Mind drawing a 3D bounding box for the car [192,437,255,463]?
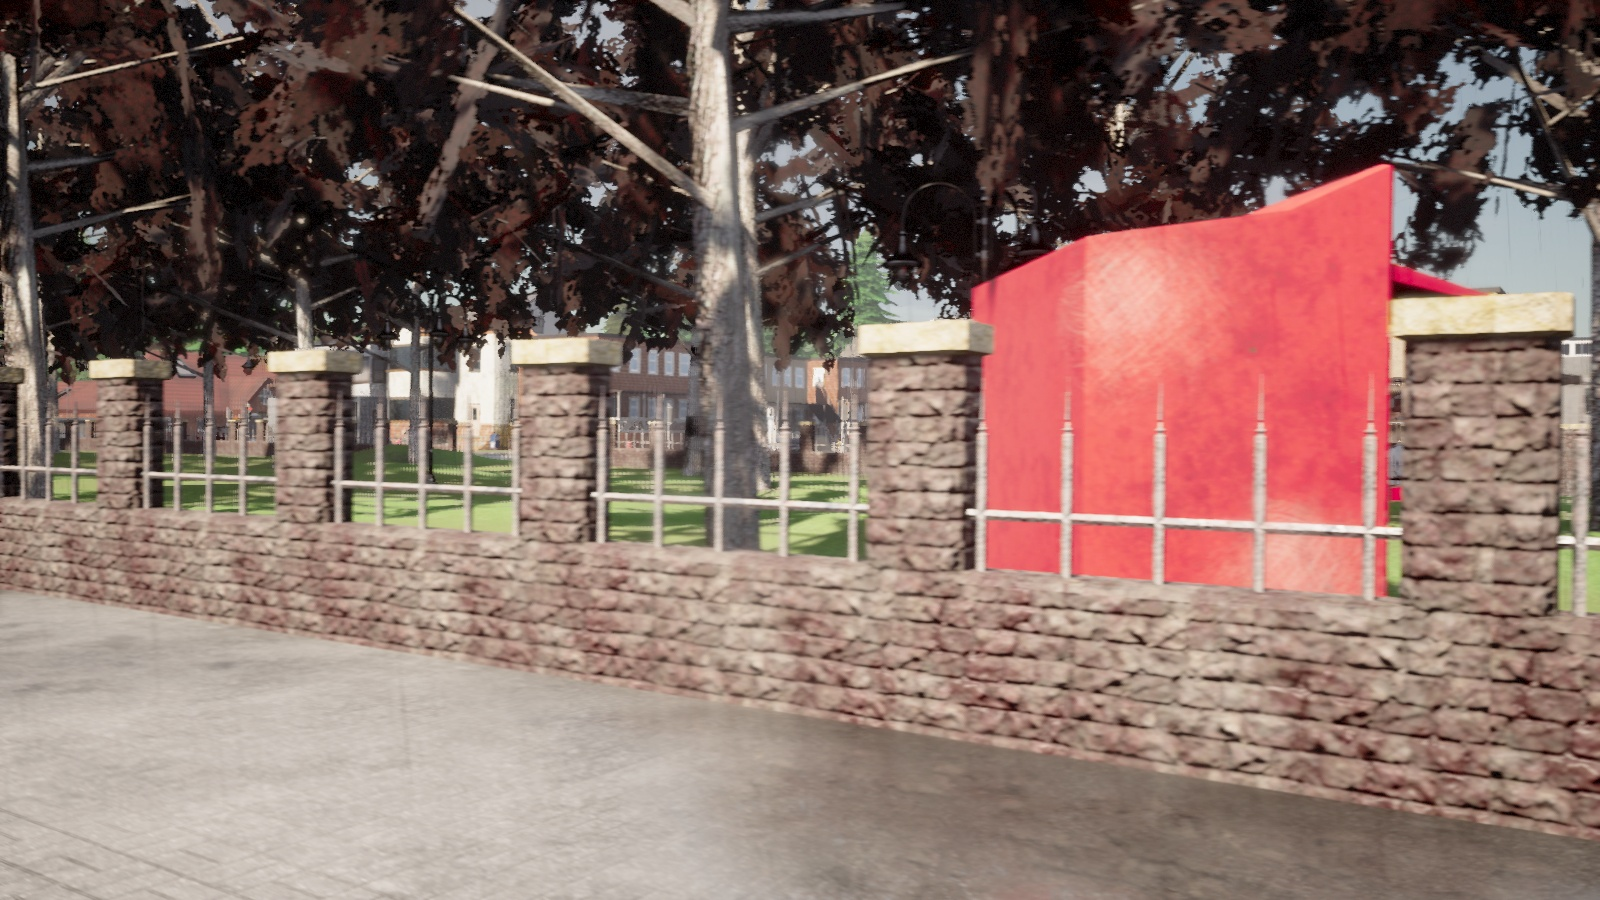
[{"bbox_3d":[-35.523,-0.024,77.366,3.705,1.549,1.789,0,1,32],"label":"car"}]

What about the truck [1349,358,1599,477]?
[{"bbox_3d":[21.727,-0.985,39.288,7.936,3.462,2.891,0,1,34],"label":"truck"}]

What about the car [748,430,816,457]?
[{"bbox_3d":[-1.138,-0.451,82.186,2.033,1.649,4.856,0,1,34],"label":"car"}]
